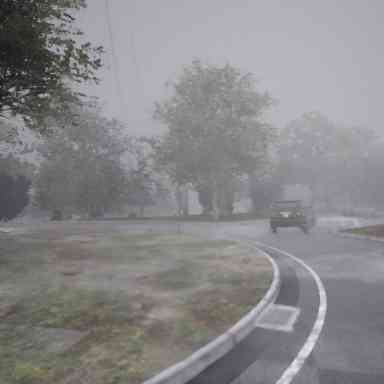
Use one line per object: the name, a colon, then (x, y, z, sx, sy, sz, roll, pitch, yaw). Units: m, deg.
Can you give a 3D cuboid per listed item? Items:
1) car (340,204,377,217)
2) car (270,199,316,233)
car: (17.857, 1.987, 35.624, 4.718, 1.301, 1.895, 0, -1, -38)
car: (6.654, 1.510, 21.991, 2.150, 2.045, 5.566, -3, -2, 24)
